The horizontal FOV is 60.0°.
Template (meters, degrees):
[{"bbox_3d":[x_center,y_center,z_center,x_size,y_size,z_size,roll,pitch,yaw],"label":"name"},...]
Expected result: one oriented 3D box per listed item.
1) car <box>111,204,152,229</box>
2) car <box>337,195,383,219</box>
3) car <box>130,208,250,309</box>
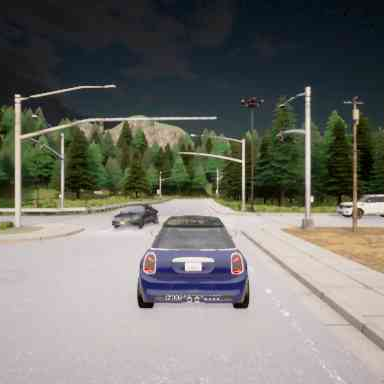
[{"bbox_3d":[-3.548,1.527,21.498,1.812,1.442,4.674,-1,0,12],"label":"car"},{"bbox_3d":[15.541,1.247,28.654,5.566,2.045,2.150,0,0,1],"label":"car"},{"bbox_3d":[0.042,1.348,8.050,2.097,1.767,4.553,0,0,0],"label":"car"}]
